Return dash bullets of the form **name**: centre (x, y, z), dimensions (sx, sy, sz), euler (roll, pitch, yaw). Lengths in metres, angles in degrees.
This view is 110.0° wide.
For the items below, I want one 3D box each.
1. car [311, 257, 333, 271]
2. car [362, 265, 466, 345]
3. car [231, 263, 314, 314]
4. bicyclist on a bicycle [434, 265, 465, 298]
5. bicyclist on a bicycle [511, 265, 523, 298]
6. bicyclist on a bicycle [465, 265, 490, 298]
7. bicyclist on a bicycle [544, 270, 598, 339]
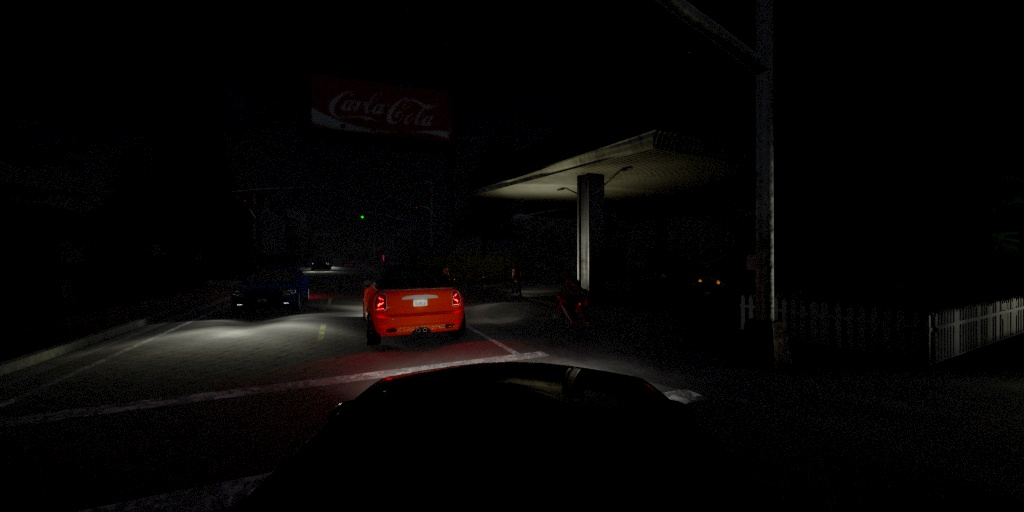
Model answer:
- **car**: centre (-24.746, 0.967, 46.478), dimensions (2.097, 1.767, 4.553), euler (0, 0, -25)
- **car**: centre (-2.779, 1.001, 9.478), dimensions (2.097, 1.767, 4.553), euler (0, 0, -24)
- **car**: centre (-8.880, 1.146, 13.525), dimensions (1.882, 1.535, 5.008), euler (1, -1, -25)
- **bicyclist on a bicycle**: centre (-3.117, 1.235, 16.490), dimensions (1.656, 1.620, 0.582), euler (1, 0, 35)
- **bicyclist on a bicycle**: centre (0.252, 1.270, 18.092), dimensions (0.582, 1.620, 1.656), euler (0, 0, 14)
- **bicyclist on a bicycle**: centre (-1.853, 1.265, 17.912), dimensions (1.656, 1.620, 0.582), euler (1, 0, -23)
- **bicyclist on a bicycle**: centre (1.450, 1.180, 8.915), dimensions (0.582, 1.620, 1.656), euler (3, -2, -44)
